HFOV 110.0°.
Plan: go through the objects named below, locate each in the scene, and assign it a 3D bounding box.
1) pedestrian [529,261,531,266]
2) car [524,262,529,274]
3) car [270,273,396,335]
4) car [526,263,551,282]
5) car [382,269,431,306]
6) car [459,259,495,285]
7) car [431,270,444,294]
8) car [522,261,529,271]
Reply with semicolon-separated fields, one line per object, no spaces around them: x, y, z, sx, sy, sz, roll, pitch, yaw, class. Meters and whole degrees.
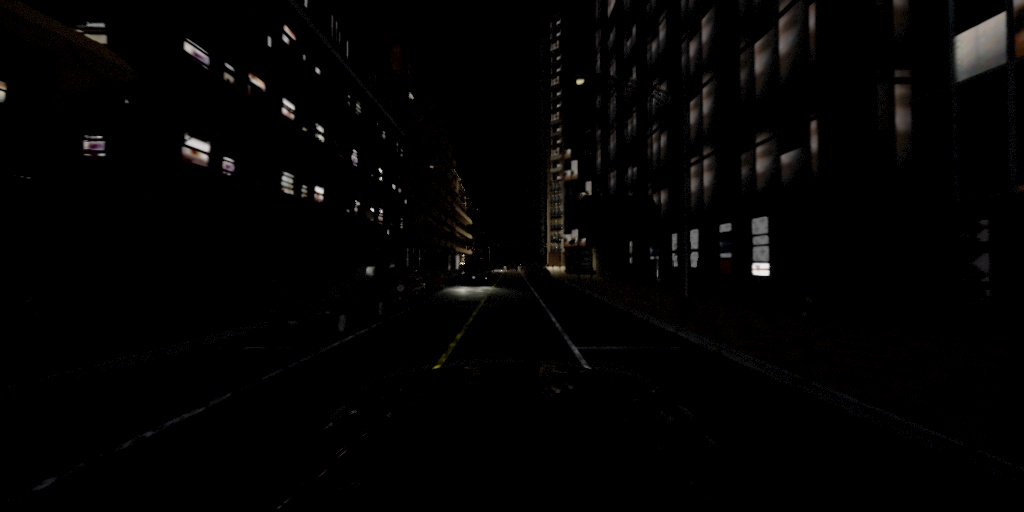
2.764;1.630;54.951;0.375;1.860;0.375;0;-1;0;pedestrian
2.576;1.672;38.775;1.751;1.417;4.829;0;0;0;car
-5.311;1.389;10.922;1.888;1.381;4.507;0;0;0;car
2.574;1.649;33.069;1.948;1.339;4.313;0;0;0;car
-5.310;1.342;16.457;1.967;1.591;4.097;0;0;0;car
-2.841;1.264;29.398;2.150;2.045;5.566;0;-1;0;car
-5.309;1.506;21.994;1.888;1.381;4.507;0;0;0;car
2.763;1.757;51.950;1.801;1.575;5.366;0;-1;0;car
